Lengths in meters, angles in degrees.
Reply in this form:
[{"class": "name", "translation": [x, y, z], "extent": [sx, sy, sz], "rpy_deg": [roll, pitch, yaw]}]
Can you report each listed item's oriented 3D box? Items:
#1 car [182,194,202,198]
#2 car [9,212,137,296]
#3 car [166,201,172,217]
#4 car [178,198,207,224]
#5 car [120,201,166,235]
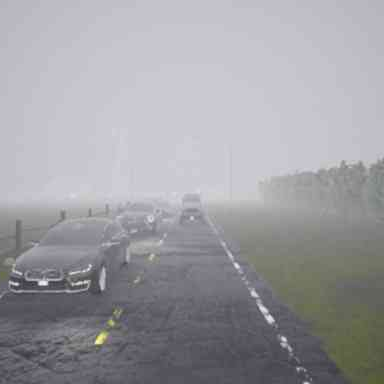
[{"class": "car", "translation": [-0.021, 1.187, 37.847], "extent": [2.150, 2.045, 5.566], "rpy_deg": [0, 0, 0]}, {"class": "car", "translation": [-2.857, 1.500, 8.805], "extent": [1.837, 1.490, 4.892], "rpy_deg": [0, 0, 0]}, {"class": "car", "translation": [-2.796, 1.521, 30.698], "extent": [2.033, 1.411, 5.357], "rpy_deg": [0, 0, 0]}, {"class": "car", "translation": [0.024, 1.483, 24.609], "extent": [1.837, 1.490, 4.892], "rpy_deg": [0, 0, 0]}, {"class": "car", "translation": [-2.850, 1.337, 18.721], "extent": [2.097, 1.767, 4.553], "rpy_deg": [0, 0, 0]}]
